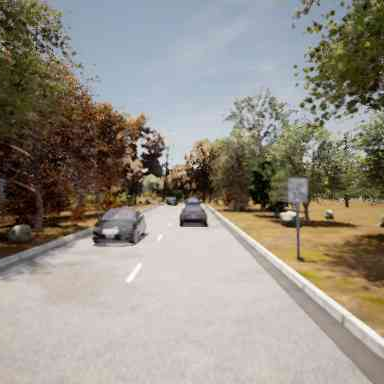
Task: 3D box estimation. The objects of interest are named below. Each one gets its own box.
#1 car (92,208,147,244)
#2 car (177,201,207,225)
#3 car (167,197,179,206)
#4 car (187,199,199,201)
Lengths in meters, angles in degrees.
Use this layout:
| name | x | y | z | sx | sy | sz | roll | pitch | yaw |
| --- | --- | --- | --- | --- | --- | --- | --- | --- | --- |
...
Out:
| name | x | y | z | sx | sy | sz | roll | pitch | yaw |
| --- | --- | --- | --- | --- | --- | --- | --- | --- | --- |
| car | -3.348 | 1.538 | 16.047 | 2.128 | 1.511 | 4.902 | 0 | 0 | 0 |
| car | 0.102 | 1.632 | 24.559 | 1.994 | 1.385 | 4.181 | 0 | 0 | 0 |
| car | -3.373 | 1.591 | 58.125 | 2.128 | 1.511 | 4.902 | 0 | 0 | -5 |
| car | 0.104 | 1.574 | 42.108 | 1.882 | 1.535 | 5.008 | 0 | 0 | 0 |
